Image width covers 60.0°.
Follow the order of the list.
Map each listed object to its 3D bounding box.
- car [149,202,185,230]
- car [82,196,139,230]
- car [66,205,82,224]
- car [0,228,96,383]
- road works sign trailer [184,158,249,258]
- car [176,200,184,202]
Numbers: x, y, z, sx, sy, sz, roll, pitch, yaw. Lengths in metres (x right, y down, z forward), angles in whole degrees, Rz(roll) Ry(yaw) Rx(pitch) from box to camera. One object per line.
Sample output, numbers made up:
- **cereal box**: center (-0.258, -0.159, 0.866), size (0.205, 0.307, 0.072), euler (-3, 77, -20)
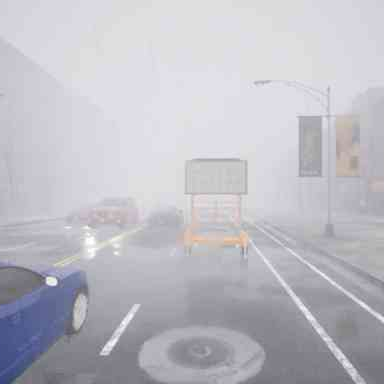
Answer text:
- **car**: center (-1.656, 1.628, 21.920), size (1.812, 1.442, 4.674), euler (0, -1, 4)
- **car**: center (-5.089, 1.325, 22.268), size (2.150, 2.045, 5.566), euler (0, -1, 4)
- **car**: center (-8.126, 1.665, 25.940), size (1.812, 1.442, 4.674), euler (0, -1, 4)
- **car**: center (-2.803, 1.482, 3.734), size (1.882, 1.535, 5.008), euler (0, 0, 4)
- **road works sign trailer**: center (0.934, 0.501, 12.936), size (2.380, 3.560, 2.880), euler (0, 0, 4)
- **car**: center (-2.336, 2.279, 64.800), size (1.837, 1.490, 4.892), euler (0, -1, 4)
